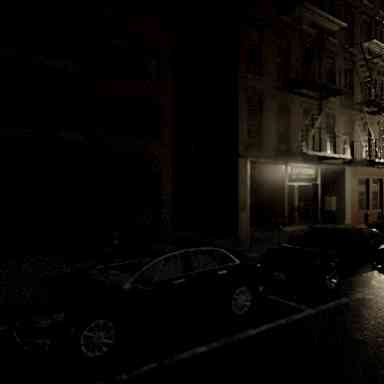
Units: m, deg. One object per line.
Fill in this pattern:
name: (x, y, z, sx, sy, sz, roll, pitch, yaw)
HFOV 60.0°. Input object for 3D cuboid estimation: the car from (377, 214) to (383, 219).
car: (8.186, 1.308, 12.054, 5.009, 1.841, 2.192, 0, 0, -36)

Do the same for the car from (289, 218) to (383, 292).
car: (3.787, 1.562, 8.911, 4.313, 1.339, 1.947, 0, 0, -36)

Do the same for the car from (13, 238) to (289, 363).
car: (-0.612, 1.549, 5.768, 4.403, 1.369, 2.008, 0, 0, -36)
